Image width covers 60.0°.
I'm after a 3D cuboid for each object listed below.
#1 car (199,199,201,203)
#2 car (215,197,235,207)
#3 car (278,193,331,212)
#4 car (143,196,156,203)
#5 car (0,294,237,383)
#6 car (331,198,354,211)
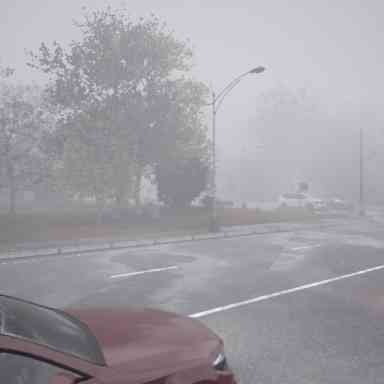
[{"bbox_3d":[3.360,1.435,55.646,2.033,1.411,5.357,0,0,-37],"label":"car"},{"bbox_3d":[4.019,1.502,49.034,1.895,1.301,4.718,0,0,-37],"label":"car"},{"bbox_3d":[12.440,1.121,38.057,2.150,2.045,5.566,0,0,-38],"label":"car"},{"bbox_3d":[-7.893,1.436,64.704,1.812,1.442,4.674,0,0,-37],"label":"car"},{"bbox_3d":[-1.771,1.526,2.429,4.674,1.442,1.812,0,0,-36],"label":"car"},{"bbox_3d":[16.338,1.410,38.709,1.812,1.442,4.674,0,0,-38],"label":"car"}]
